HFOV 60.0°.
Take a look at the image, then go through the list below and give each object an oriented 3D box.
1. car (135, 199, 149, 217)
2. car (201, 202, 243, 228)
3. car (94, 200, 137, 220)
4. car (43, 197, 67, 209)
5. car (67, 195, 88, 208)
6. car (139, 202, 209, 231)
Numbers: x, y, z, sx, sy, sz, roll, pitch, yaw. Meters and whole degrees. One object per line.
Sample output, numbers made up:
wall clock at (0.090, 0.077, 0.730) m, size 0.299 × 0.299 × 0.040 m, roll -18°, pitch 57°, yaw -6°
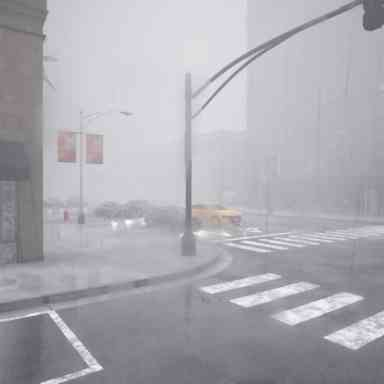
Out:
car at (-4.780, 1.461, 30.951) m, size 1.837 × 1.490 × 4.892 m, roll 0°, pitch 0°, yaw -36°
car at (1.298, 1.450, 22.518) m, size 1.882 × 1.535 × 5.008 m, roll 0°, pitch 0°, yaw -35°
car at (-6.751, 1.526, 28.116) m, size 1.994 × 1.385 × 4.181 m, roll 0°, pitch 0°, yaw -37°
car at (-18.668, 1.458, 44.749) m, size 1.812 × 1.442 × 4.674 m, roll 0°, pitch 0°, yaw -35°
car at (-16.252, 1.279, 46.960) m, size 2.097 × 1.767 × 4.553 m, roll 0°, pitch 0°, yaw -35°
car at (-1.209, 1.542, 20.437) m, size 1.994 × 1.385 × 4.181 m, roll 0°, pitch 0°, yaw -36°
